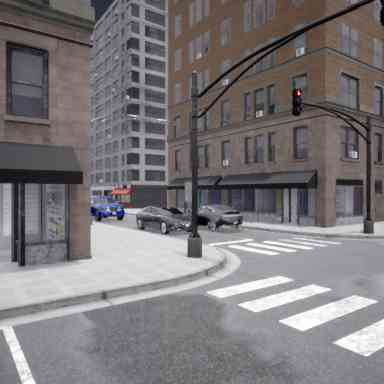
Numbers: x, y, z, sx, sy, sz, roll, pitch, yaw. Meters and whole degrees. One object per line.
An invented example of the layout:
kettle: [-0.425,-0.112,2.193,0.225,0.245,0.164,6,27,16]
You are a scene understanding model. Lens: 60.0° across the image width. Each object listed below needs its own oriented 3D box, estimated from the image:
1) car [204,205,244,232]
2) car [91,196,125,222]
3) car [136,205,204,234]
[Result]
car: [1.113,1.555,20.951,2.128,1.511,4.902,0,0,-35]
car: [-7.702,1.336,28.329,2.150,2.045,5.566,0,0,-36]
car: [-1.660,1.574,19.844,1.837,1.490,4.892,0,0,-35]
